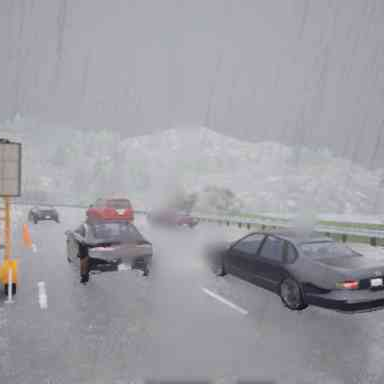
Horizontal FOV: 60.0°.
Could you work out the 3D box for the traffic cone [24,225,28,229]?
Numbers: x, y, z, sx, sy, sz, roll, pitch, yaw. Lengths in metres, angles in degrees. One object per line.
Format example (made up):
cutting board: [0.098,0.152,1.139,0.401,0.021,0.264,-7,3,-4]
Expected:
traffic cone: [-8.116,2.077,16.355,0.340,0.580,0.340,1,-1,-27]

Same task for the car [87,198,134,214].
car: [-5.838,1.431,23.480,2.150,2.045,5.566,1,0,-30]

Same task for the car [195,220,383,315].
car: [2.192,1.644,8.104,2.033,1.411,5.357,1,-1,-24]

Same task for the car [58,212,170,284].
car: [-2.650,1.580,10.069,2.128,1.511,4.902,1,-1,-26]

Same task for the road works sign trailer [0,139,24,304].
road works sign trailer: [-5.298,0.514,7.692,2.380,3.560,2.880,1,-1,-27]

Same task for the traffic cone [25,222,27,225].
traffic cone: [-9.034,2.090,18.132,0.340,0.580,0.340,1,-1,-27]

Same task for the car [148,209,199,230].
car: [-1.451,1.827,22.873,1.895,1.301,4.718,1,-1,-29]

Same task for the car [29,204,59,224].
car: [-12.059,1.733,27.024,1.812,1.442,4.674,1,-1,-32]

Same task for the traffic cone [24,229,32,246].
traffic cone: [-7.198,2.064,14.578,0.340,0.580,0.340,1,-1,-27]
